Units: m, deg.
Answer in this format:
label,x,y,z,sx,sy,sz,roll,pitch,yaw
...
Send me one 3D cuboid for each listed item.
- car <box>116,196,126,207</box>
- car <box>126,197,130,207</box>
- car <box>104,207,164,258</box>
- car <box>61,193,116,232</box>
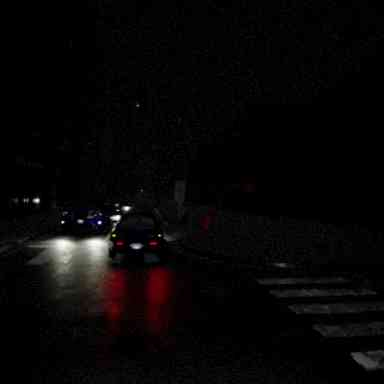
label,x,y,z,sx,sy,sz,roll,pitch,yaw
car,-7.864,1.241,32.208,2.097,1.767,4.553,1,0,-9
car,-10.416,1.429,50.106,1.837,1.490,4.892,1,-1,-8
car,-2.044,1.502,12.602,1.812,1.442,4.674,1,0,-8
car,-6.017,1.119,19.534,2.150,2.045,5.566,1,0,-8
